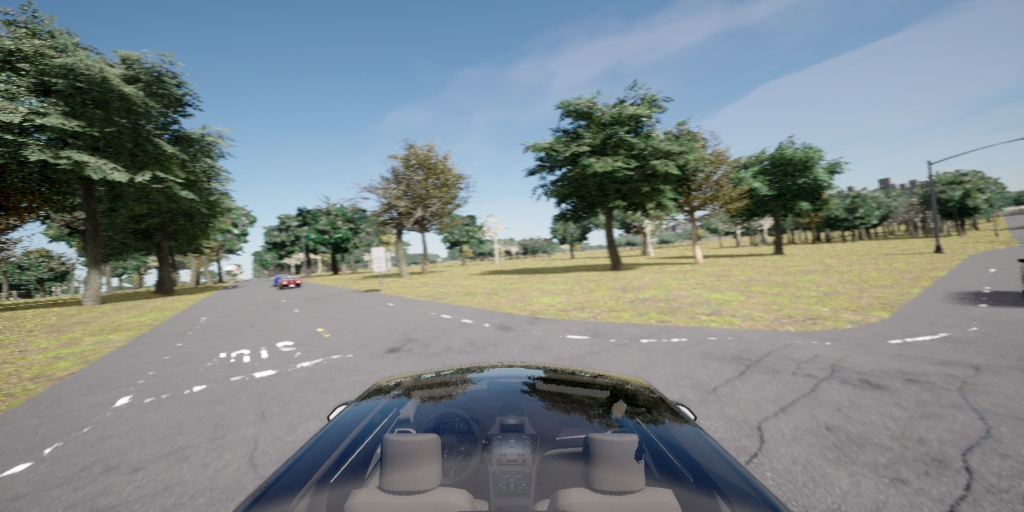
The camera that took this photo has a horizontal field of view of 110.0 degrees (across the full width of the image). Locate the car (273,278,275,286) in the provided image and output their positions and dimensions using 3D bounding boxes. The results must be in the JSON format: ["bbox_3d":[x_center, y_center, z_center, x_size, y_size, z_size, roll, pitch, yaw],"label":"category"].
[{"bbox_3d":[-30.197,3.127,47.126,1.882,1.535,5.008,-5,1,-36],"label":"car"}]

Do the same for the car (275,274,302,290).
[{"bbox_3d":[-23.980,2.826,38.664,1.895,1.301,4.718,-5,1,-36],"label":"car"}]

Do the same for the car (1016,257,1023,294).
[{"bbox_3d":[15.827,0.336,9.894,4.553,1.767,2.097,-3,-2,-36],"label":"car"}]
